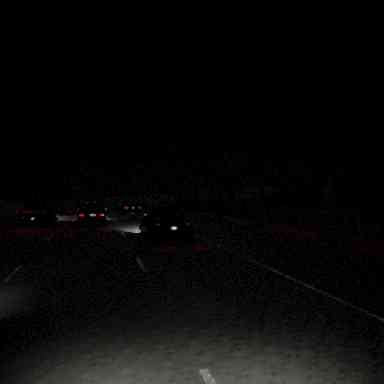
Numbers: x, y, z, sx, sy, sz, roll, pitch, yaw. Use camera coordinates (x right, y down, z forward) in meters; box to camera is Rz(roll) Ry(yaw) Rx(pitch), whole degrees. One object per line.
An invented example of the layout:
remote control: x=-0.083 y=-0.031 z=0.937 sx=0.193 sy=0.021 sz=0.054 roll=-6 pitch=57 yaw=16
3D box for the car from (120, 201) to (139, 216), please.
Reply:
car: x=-6.087 y=1.571 z=32.976 sx=2.033 sy=1.411 sz=5.357 roll=0 pitch=-2 yaw=-16

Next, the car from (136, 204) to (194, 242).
car: x=-1.325 y=1.516 z=16.146 sx=1.994 sy=1.385 sz=4.181 roll=0 pitch=0 yaw=-16

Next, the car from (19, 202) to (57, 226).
car: x=-10.511 y=1.442 z=22.897 sx=2.128 sy=1.511 sz=4.902 roll=0 pitch=0 yaw=-16

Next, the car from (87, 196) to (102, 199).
car: x=-11.722 y=1.635 z=40.033 sx=2.150 sy=2.045 sz=5.566 roll=0 pitch=-4 yaw=-16

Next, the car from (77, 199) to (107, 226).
car: x=-6.939 y=1.489 z=23.131 sx=2.033 sy=1.411 sz=5.357 roll=0 pitch=0 yaw=-16
